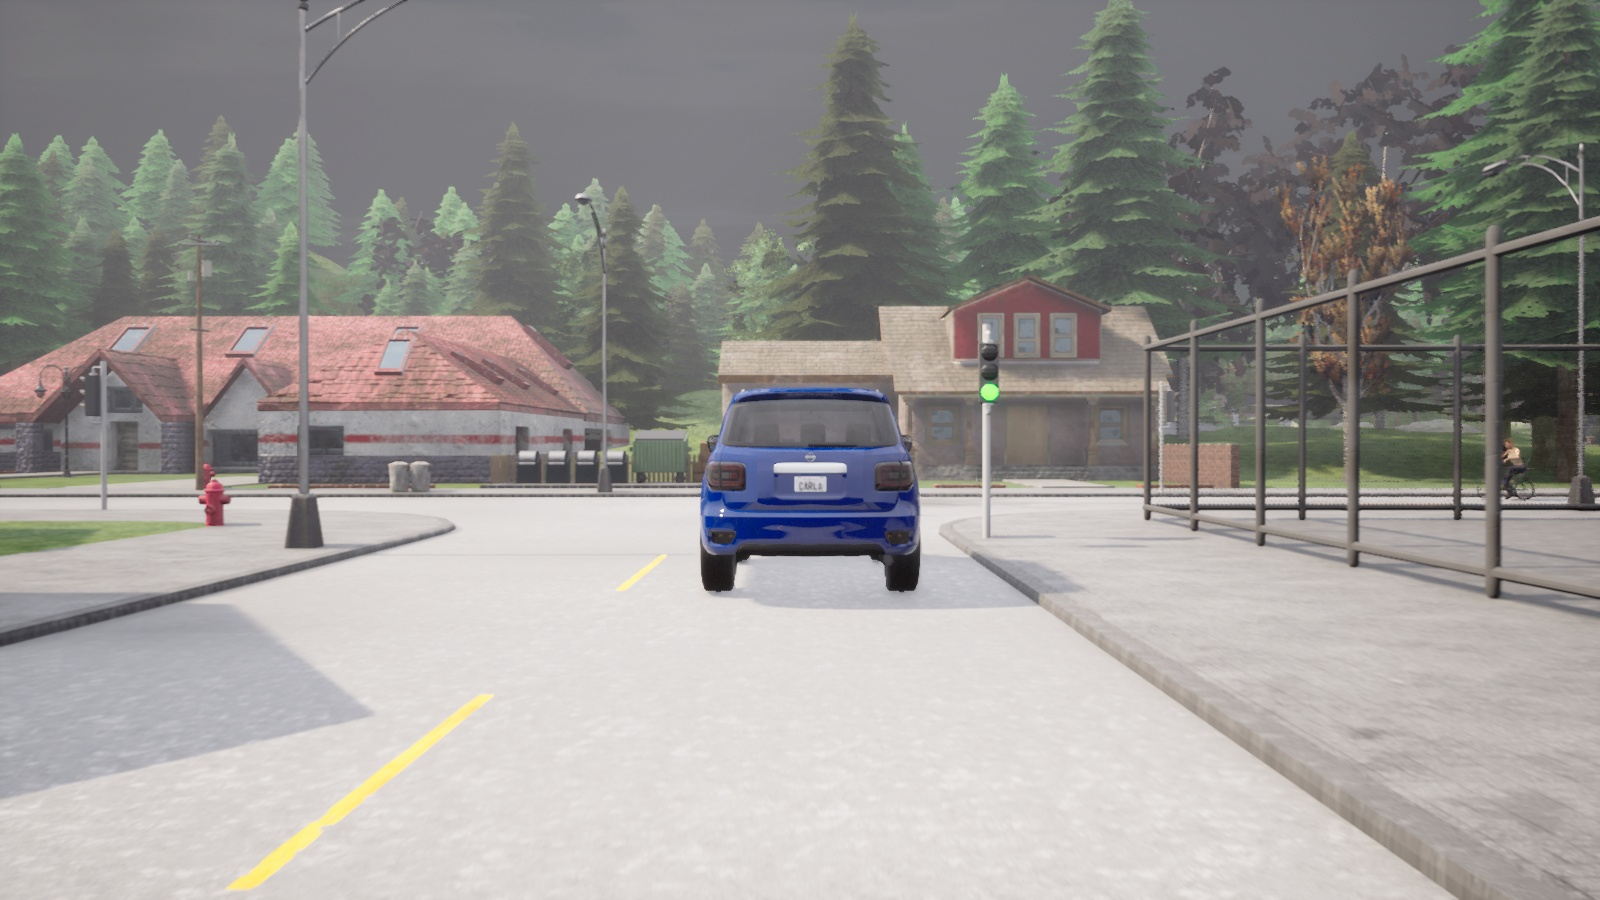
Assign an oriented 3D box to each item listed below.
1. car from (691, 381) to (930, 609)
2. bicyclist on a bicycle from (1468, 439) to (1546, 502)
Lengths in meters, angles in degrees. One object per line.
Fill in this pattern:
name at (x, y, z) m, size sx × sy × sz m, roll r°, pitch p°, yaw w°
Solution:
car at (0.109, 0.389, 14.091) m, size 2.150 × 2.045 × 5.566 m, roll 0°, pitch 0°, yaw 0°
bicyclist on a bicycle at (18.209, 0.522, 32.350) m, size 1.509 × 1.612 × 0.866 m, roll 0°, pitch 0°, yaw 0°
